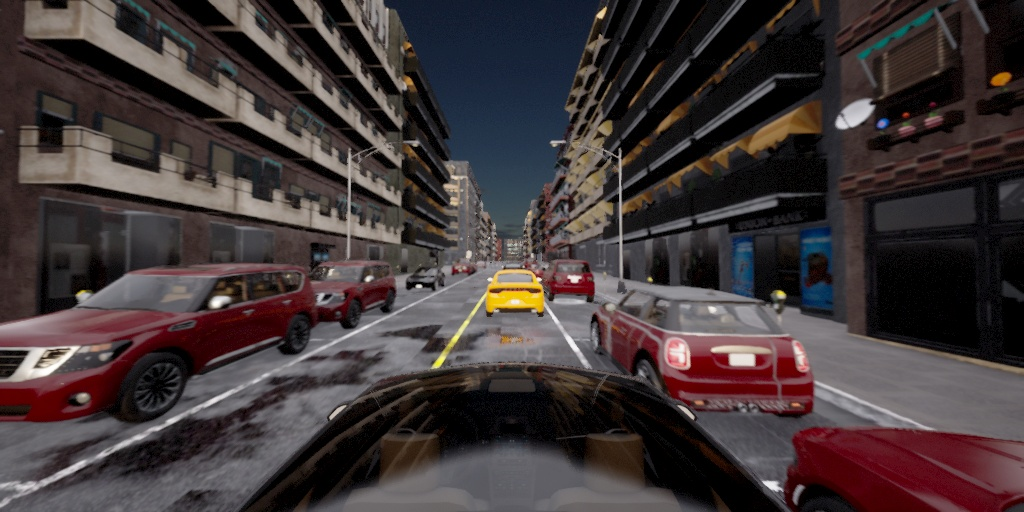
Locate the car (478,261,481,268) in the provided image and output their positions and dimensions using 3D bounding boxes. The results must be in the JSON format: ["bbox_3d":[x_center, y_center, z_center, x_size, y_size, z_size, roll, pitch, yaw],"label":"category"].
[{"bbox_3d":[-5.312,1.415,44.753,1.888,1.381,4.507,0,0,0],"label":"car"}]

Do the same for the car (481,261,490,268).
[{"bbox_3d":[-5.311,1.529,61.346,1.802,1.307,4.207,0,0,0],"label":"car"}]

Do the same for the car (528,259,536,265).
[{"bbox_3d":[2.536,1.250,28.104,1.967,1.591,4.097,0,0,0],"label":"car"}]

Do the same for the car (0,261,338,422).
[{"bbox_3d":[-5.314,1.073,6.041,2.192,1.841,5.009,0,0,0],"label":"car"}]

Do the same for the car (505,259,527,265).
[{"bbox_3d":[0.103,1.298,31.328,1.882,1.535,5.008,0,0,0],"label":"car"}]

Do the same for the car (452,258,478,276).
[{"bbox_3d":[-5.312,1.163,39.222,2.192,1.841,5.009,0,0,0],"label":"car"}]

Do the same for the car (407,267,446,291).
[{"bbox_3d":[-5.313,1.360,22.633,1.948,1.339,4.313,0,0,0],"label":"car"}]

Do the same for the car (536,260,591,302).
[{"bbox_3d":[2.535,1.095,17.041,2.192,1.841,5.009,0,0,0],"label":"car"}]

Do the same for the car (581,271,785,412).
[{"bbox_3d":[2.576,1.198,5.980,1.967,1.591,4.097,0,0,0],"label":"car"}]

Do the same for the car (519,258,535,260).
[{"bbox_3d":[2.537,1.208,50.228,2.192,1.841,5.009,0,0,0],"label":"car"}]

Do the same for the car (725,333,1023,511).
[{"bbox_3d":[2.568,1.293,0.449,1.888,1.381,4.507,0,0,0],"label":"car"}]

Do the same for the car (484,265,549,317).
[{"bbox_3d":[0.101,1.250,13.372,1.882,1.535,5.008,0,0,0],"label":"car"}]

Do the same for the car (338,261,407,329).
[{"bbox_3d":[-5.314,1.083,11.571,2.192,1.841,5.009,0,0,0],"label":"car"}]
